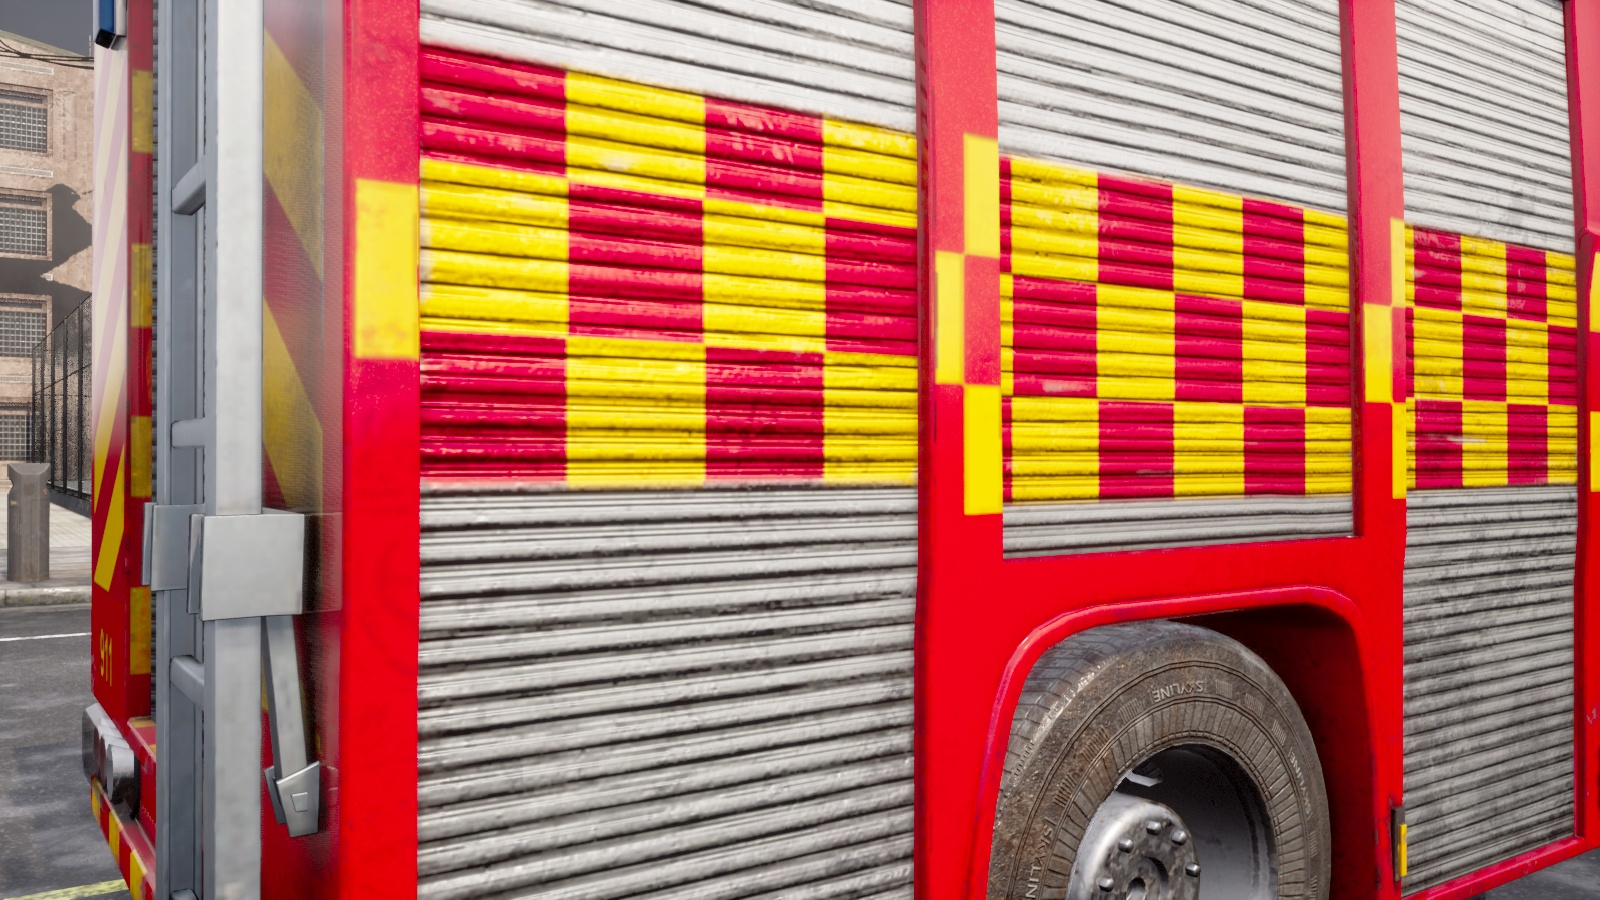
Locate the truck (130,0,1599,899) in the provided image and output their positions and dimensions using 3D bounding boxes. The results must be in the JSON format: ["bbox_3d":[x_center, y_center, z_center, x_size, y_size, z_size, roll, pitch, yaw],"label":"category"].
[{"bbox_3d":[2.187,-0.412,5.195,8.468,3.827,2.891,0,0,-35],"label":"truck"}]
